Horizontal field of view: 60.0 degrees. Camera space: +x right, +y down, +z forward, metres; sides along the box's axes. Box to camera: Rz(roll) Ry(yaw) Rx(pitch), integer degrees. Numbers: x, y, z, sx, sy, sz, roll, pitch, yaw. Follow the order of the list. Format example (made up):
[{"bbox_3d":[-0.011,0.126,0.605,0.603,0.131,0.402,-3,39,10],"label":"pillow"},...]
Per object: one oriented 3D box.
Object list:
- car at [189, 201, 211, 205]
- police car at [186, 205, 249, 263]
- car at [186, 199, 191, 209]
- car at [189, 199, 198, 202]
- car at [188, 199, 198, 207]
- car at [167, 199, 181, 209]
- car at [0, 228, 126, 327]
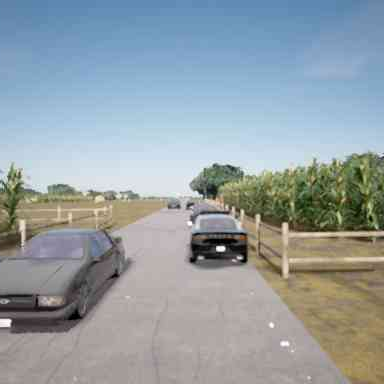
[{"bbox_3d":[0.874,1.621,22.287,1.837,1.490,4.892,0,0,0],"label":"car"},{"bbox_3d":[0.852,1.484,12.395,1.930,1.638,5.238,0,0,0],"label":"police car"},{"bbox_3d":[0.117,1.797,48.503,1.882,1.535,5.008,0,-1,0],"label":"car"},{"bbox_3d":[0.888,1.633,28.288,1.882,1.535,5.008,0,0,0],"label":"car"},{"bbox_3d":[0.143,2.055,62.729,1.895,1.301,4.718,0,-1,0],"label":"car"},{"bbox_3d":[-2.713,1.818,50.918,1.882,1.535,5.008,0,-1,0],"label":"car"},{"bbox_3d":[-2.835,1.582,7.622,2.033,1.411,5.357,0,0,0],"label":"car"}]
